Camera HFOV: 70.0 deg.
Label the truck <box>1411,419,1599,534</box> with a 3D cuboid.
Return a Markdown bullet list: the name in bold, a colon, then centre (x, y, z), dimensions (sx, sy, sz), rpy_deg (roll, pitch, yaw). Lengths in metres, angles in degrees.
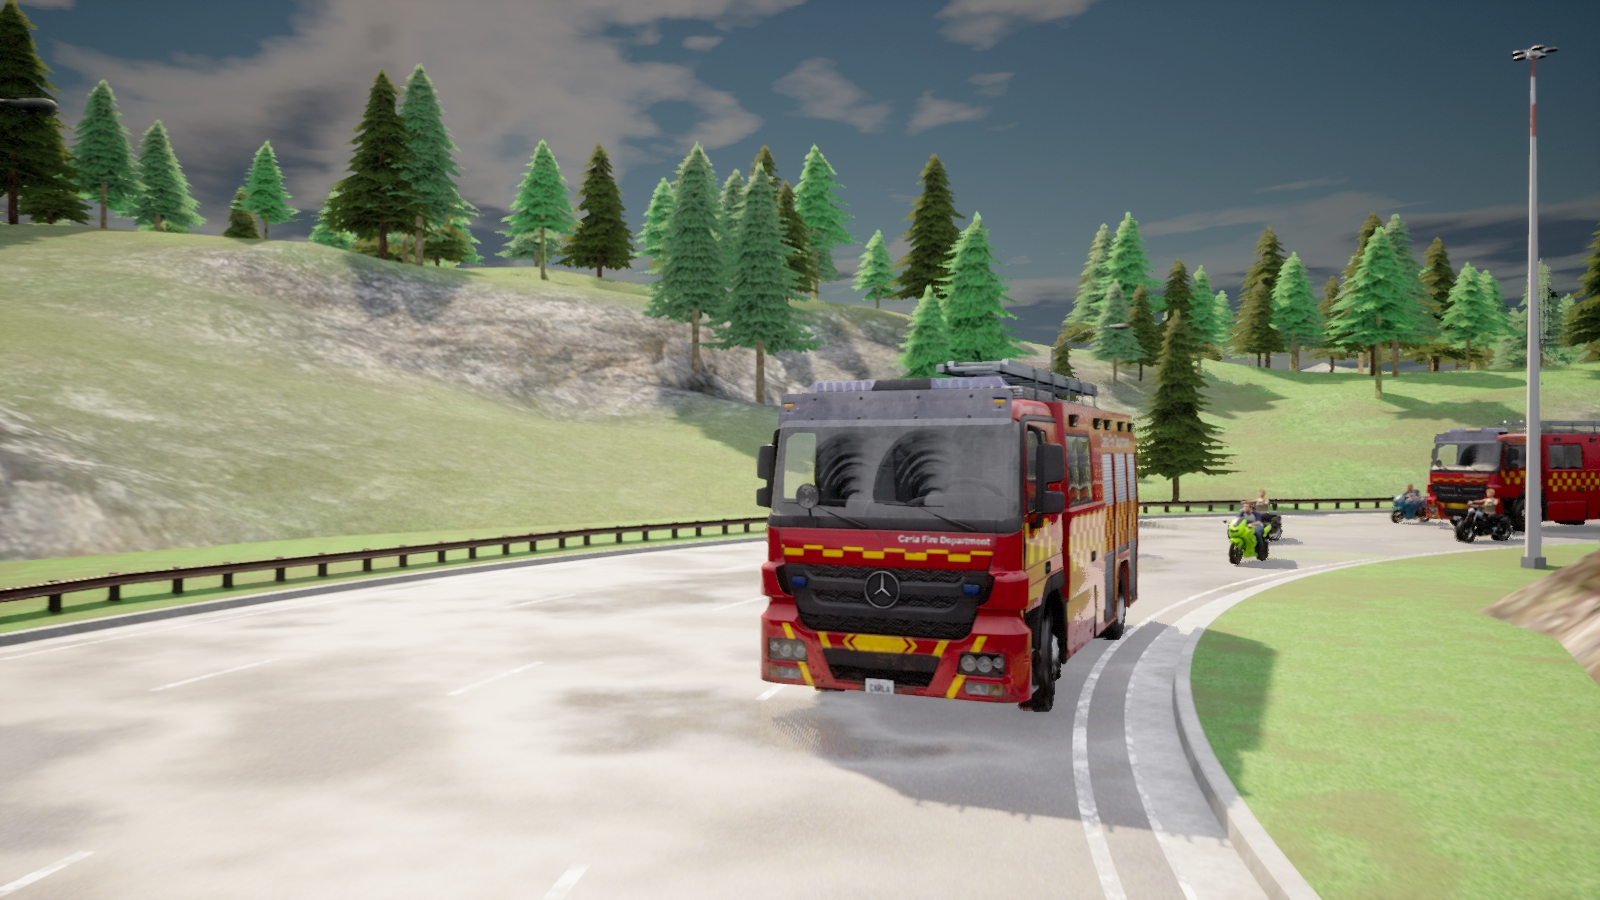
- **truck**: centre (26.333, 0.893, 40.882), dimensions (8.468, 3.827, 2.891), rpy_deg (0, 0, -19)

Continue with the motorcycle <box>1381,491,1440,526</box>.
- **motorcycle**: centre (23.027, 2.188, 43.101), dimensions (2.033, 1.199, 0.803), rpy_deg (0, 2, -21)

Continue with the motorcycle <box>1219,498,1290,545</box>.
- **motorcycle**: centre (13.835, 2.156, 34.748), dimensions (2.356, 1.307, 0.764), rpy_deg (0, 0, -32)

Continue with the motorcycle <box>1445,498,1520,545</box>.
- **motorcycle**: centre (20.669, 2.157, 34.589), dimensions (2.356, 1.307, 0.764), rpy_deg (0, 0, -25)

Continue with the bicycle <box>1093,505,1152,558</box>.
- **bicycle**: centre (8.627, 2.159, 30.527), dimensions (1.487, 1.277, 0.859), rpy_deg (0, 1, -44)

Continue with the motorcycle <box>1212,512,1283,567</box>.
- **motorcycle**: centre (11.025, 2.188, 28.121), dimensions (2.033, 1.199, 0.803), rpy_deg (0, 0, -43)

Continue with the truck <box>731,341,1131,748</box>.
- **truck**: centre (2.320, 0.891, 15.194), dimensions (2.891, 3.827, 8.468), rpy_deg (0, 0, 24)
